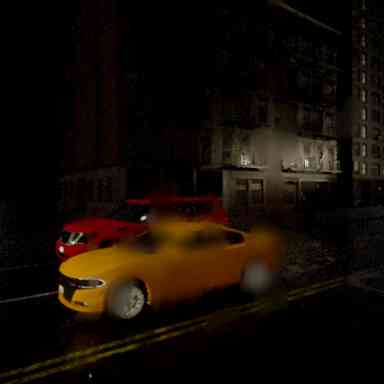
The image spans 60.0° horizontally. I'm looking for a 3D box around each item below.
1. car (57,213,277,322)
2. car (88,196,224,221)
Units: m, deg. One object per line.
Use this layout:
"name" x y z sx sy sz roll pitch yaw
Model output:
"car" -0.281 1.445 7.365 5.008 1.535 1.882 0 0 -35
"car" -1.285 1.180 10.627 5.566 2.045 2.150 -1 0 -35
